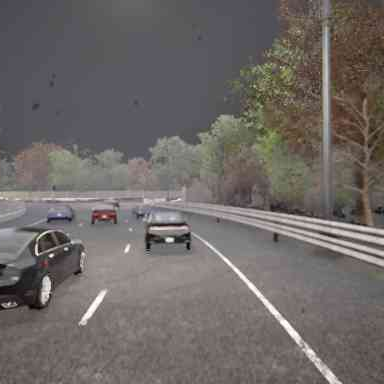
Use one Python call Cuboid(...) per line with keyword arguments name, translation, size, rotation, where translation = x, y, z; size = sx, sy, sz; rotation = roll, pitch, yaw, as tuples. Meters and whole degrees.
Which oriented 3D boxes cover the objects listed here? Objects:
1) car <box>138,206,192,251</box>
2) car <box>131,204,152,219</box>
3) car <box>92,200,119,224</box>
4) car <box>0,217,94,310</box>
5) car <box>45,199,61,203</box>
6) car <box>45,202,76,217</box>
Cuboid(name="car", translation=(-1.167, 1.590, 14.767), size=(2.128, 1.511, 4.902), rotation=(0, 0, -8))
Cuboid(name="car", translation=(-4.616, 1.822, 31.530), size=(1.895, 1.301, 4.718), rotation=(0, 0, -16))
Cuboid(name="car", translation=(-7.078, 1.684, 27.059), size=(1.882, 1.535, 5.008), rotation=(0, 0, -14))
Cuboid(name="car", translation=(-3.885, 1.574, 7.874), size=(1.837, 1.490, 4.892), rotation=(0, -1, -4))
Cuboid(name="car", translation=(-33.633, 2.270, 80.130), size=(4.718, 1.301, 1.895), rotation=(-1, 0, 43))
Cuboid(name="car", translation=(-10.989, 1.798, 28.257), size=(1.994, 1.385, 4.181), rotation=(0, 0, -15))
